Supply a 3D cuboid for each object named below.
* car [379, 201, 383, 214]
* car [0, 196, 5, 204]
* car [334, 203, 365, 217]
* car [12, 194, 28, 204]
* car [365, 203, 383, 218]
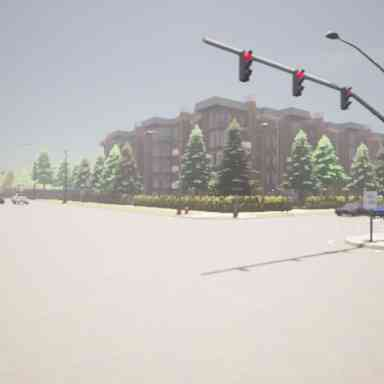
[{"bbox_3d":[24.956,1.824,40.579,5.008,1.535,1.882,1,0,-36],"label":"car"},{"bbox_3d":[-36.596,1.532,62.747,1.882,1.535,5.008,1,0,-36],"label":"car"},{"bbox_3d":[17.108,1.817,34.823,5.357,1.411,2.033,1,0,-36],"label":"car"},{"bbox_3d":[-33.036,1.307,63.771,2.150,2.045,5.566,1,0,-36],"label":"car"},{"bbox_3d":[19.087,1.747,31.932,5.008,1.535,1.882,1,0,-36],"label":"car"}]
